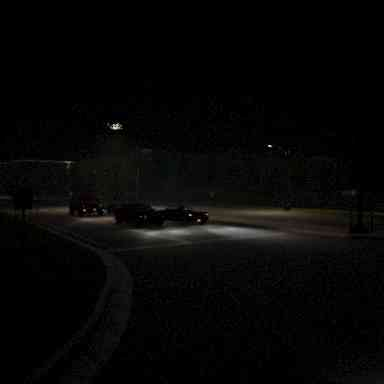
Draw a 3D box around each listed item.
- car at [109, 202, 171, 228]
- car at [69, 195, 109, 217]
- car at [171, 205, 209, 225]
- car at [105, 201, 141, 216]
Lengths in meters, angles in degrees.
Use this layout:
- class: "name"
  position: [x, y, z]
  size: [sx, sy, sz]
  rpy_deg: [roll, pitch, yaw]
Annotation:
- class: "car"
  position: [-3.754, 1.537, 23.261]
  size: [1.882, 1.535, 5.008]
  rpy_deg: [0, 0, -35]
- class: "car"
  position: [-10.547, 1.283, 33.058]
  size: [2.150, 2.045, 5.566]
  rpy_deg: [0, 0, -34]
- class: "car"
  position: [-0.749, 1.680, 25.066]
  size: [1.895, 1.301, 4.718]
  rpy_deg: [0, 0, -35]
- class: "car"
  position: [-7.205, 1.680, 34.366]
  size: [1.895, 1.301, 4.718]
  rpy_deg: [0, 0, -34]
